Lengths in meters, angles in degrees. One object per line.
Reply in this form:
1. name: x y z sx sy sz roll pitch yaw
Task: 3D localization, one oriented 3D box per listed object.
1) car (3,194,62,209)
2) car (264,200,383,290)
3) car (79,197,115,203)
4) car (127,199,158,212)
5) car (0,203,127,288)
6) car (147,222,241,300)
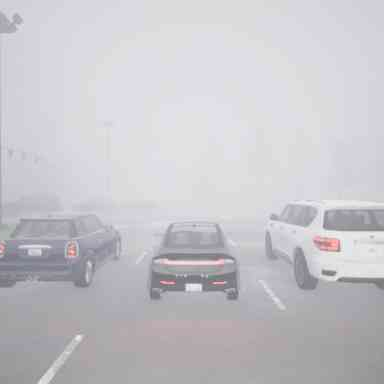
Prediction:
1. car: -15.140 1.218 31.358 5.566 2.045 2.150 0 0 -13
2. car: 3.557 1.220 9.218 2.150 2.045 5.566 0 0 0
3. car: -10.474 1.348 35.559 4.553 1.767 2.097 0 0 6
4. car: -6.202 1.521 38.586 4.674 1.442 1.812 0 0 15
5. car: -3.439 1.351 9.443 2.097 1.767 4.553 0 0 0
6. car: 0.054 1.491 8.361 2.128 1.511 4.902 0 0 1
